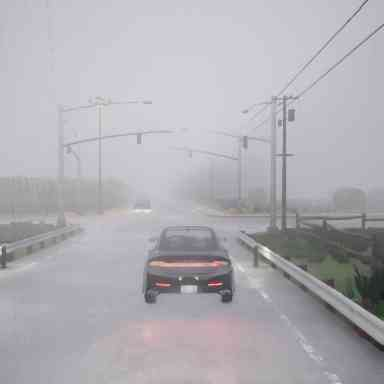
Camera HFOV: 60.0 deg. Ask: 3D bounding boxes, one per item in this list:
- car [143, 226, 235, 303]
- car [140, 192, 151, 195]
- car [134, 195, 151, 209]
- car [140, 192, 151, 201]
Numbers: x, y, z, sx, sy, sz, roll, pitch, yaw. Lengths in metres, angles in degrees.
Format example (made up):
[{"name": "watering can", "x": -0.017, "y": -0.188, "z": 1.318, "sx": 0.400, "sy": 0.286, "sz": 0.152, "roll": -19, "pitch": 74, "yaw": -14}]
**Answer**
[{"name": "car", "x": -0.098, "y": 1.613, "z": 8.444, "sx": 2.128, "sy": 1.511, "sz": 4.902, "roll": 0, "pitch": -2, "yaw": -1}, {"name": "car", "x": -7.622, "y": 1.252, "z": 53.013, "sx": 1.812, "sy": 1.442, "sz": 4.674, "roll": 0, "pitch": 1, "yaw": -7}, {"name": "car", "x": -6.360, "y": 1.470, "z": 42.916, "sx": 1.994, "sy": 1.385, "sz": 4.181, "roll": 0, "pitch": 1, "yaw": -7}, {"name": "car", "x": -9.404, "y": 0.821, "z": 67.470, "sx": 2.097, "sy": 1.767, "sz": 4.553, "roll": 0, "pitch": 1, "yaw": -7}]
